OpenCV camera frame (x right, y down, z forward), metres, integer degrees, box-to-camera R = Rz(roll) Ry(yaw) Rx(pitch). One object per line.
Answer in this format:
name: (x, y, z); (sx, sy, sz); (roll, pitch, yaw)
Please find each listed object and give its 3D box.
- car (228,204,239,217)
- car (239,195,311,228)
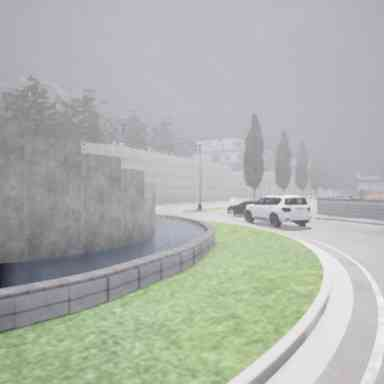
car: (5.310, 1.520, 30.084); (1.837, 1.490, 4.892); (1, -1, -38)
car: (5.628, 1.230, 22.551); (2.150, 2.045, 5.566); (0, 0, -19)
